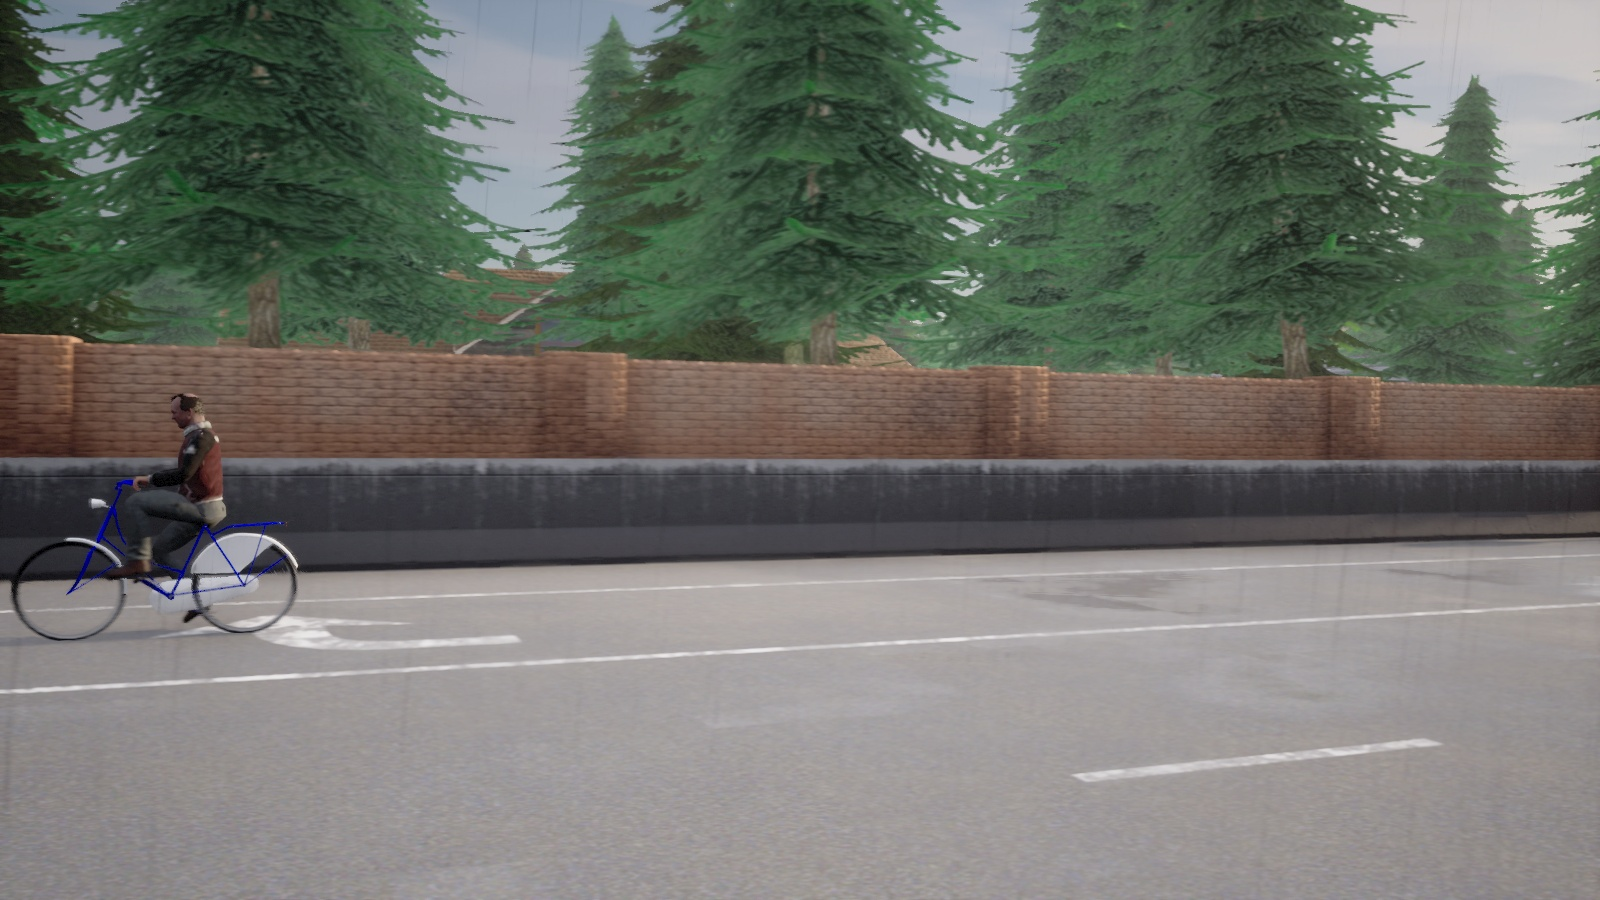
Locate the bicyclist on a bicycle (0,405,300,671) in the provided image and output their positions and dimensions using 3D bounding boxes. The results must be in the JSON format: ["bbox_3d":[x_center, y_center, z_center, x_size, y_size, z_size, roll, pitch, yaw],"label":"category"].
[{"bbox_3d":[-4.586,0.572,8.983,1.843,1.776,0.659,-1,1,-21],"label":"bicyclist on a bicycle"}]
